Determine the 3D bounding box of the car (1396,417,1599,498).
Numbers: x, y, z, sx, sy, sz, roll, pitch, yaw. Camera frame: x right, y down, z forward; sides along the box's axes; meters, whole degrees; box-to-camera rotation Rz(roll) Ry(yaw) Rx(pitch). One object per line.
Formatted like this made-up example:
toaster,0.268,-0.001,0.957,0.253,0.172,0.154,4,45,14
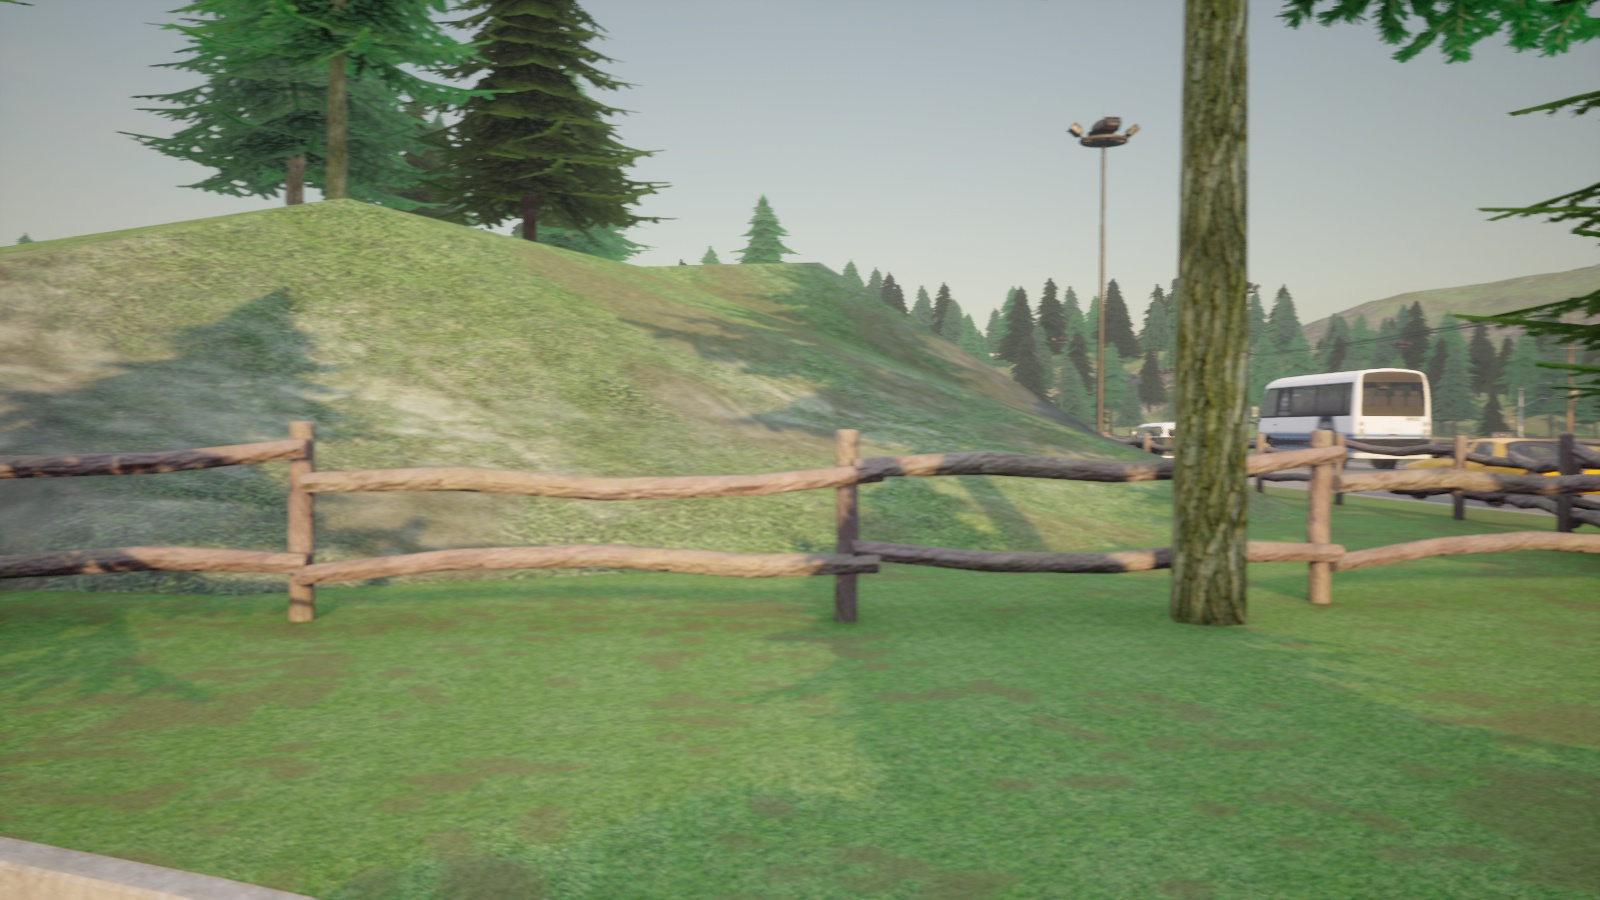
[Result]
car,15.195,0.103,27.179,1.801,1.575,5.366,-1,1,-3

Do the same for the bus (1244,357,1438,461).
bus,24.194,-1.758,57.013,3.944,4.253,10.273,-1,1,-3

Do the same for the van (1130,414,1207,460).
van,17.120,-0.610,58.555,2.069,2.038,4.480,-1,1,-3
